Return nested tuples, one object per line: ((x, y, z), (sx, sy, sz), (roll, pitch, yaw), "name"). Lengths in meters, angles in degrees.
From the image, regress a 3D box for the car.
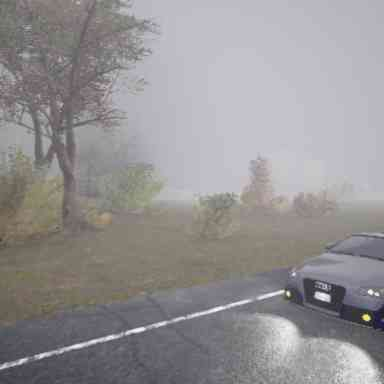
((3.797, 1.556, 6.701), (4.181, 1.385, 1.994), (0, 0, -35), "car")
